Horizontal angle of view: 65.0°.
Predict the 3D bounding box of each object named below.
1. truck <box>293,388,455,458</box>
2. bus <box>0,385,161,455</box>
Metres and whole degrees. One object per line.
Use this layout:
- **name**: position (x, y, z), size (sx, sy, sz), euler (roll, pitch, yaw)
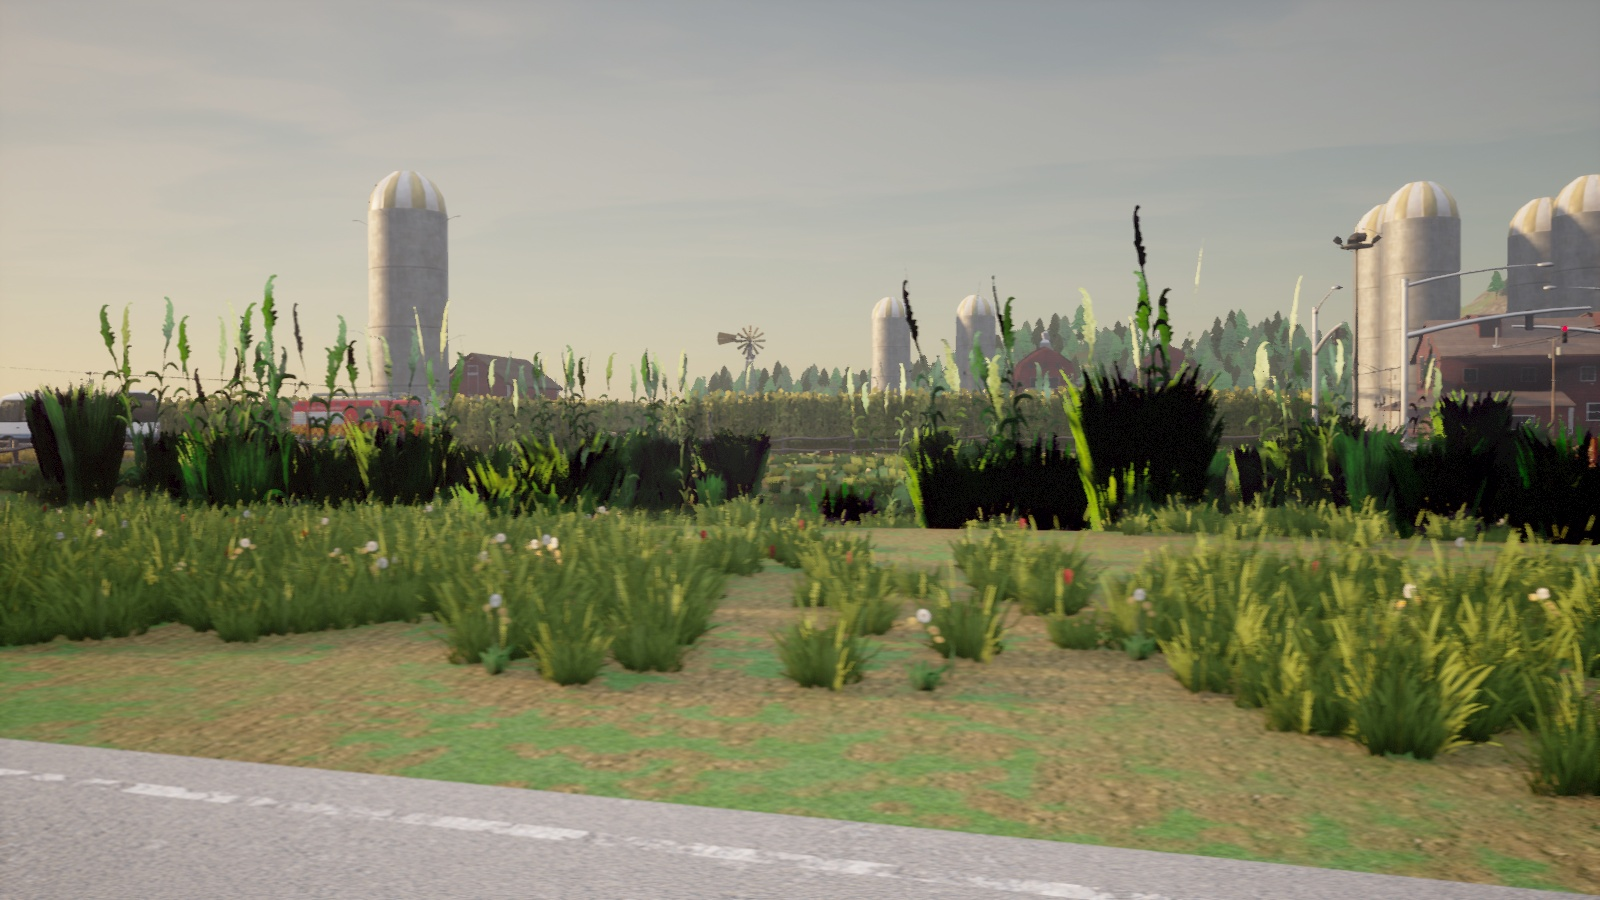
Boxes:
- **truck**: position (-24.174, -1.525, 71.394), size (8.468, 3.827, 2.891), euler (0, 1, 12)
- **bus**: position (-46.274, -1.924, 79.449), size (10.273, 4.253, 3.944), euler (1, 1, 12)
